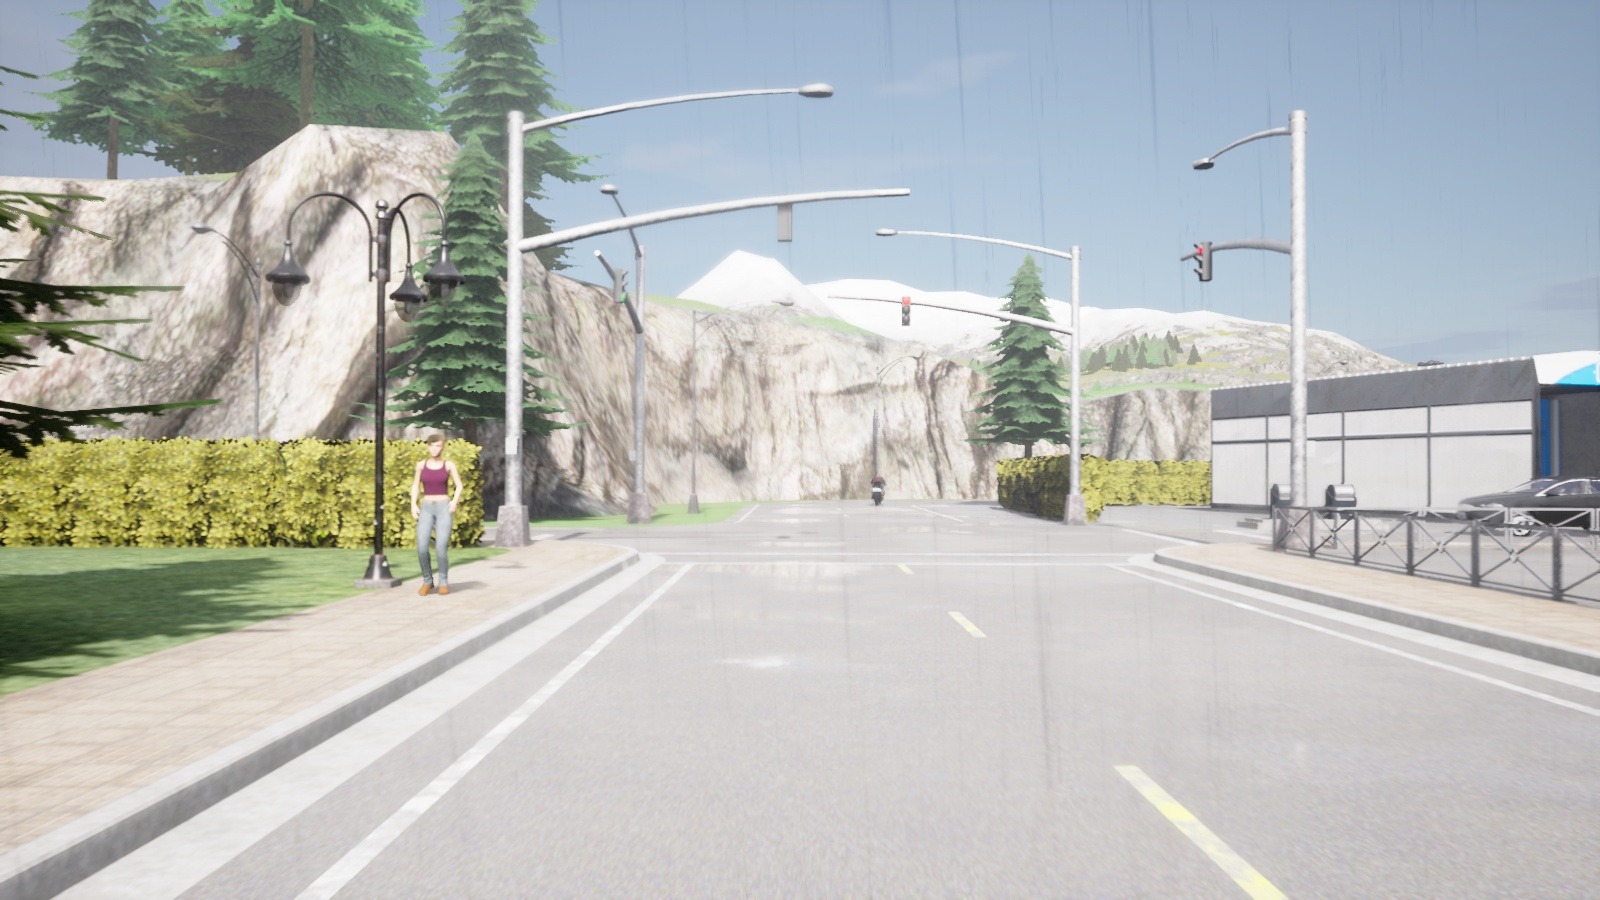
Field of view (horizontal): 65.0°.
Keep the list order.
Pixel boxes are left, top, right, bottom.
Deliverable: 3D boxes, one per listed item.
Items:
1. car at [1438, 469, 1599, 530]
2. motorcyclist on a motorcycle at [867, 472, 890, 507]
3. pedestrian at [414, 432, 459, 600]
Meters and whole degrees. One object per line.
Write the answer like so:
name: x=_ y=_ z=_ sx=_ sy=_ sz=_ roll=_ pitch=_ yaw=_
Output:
car: x=19.184 y=1.229 z=31.877 sx=4.902 sy=1.511 sz=2.128 roll=0 pitch=-1 yaw=1
motorcyclist on a motorcycle: x=3.619 y=1.802 z=57.768 sx=0.866 sy=1.530 sz=2.191 roll=1 pitch=-1 yaw=8
pedestrian: x=-4.057 y=0.721 z=14.028 sx=0.345 sy=1.836 sz=0.594 roll=0 pitch=-1 yaw=-2
